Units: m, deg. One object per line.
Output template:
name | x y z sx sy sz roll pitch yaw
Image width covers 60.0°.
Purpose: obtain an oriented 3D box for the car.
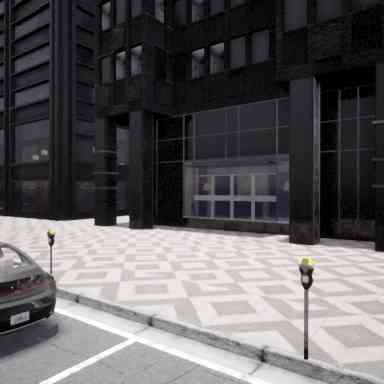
car | -4.204 1.551 5.979 4.403 1.369 2.008 0 0 36
